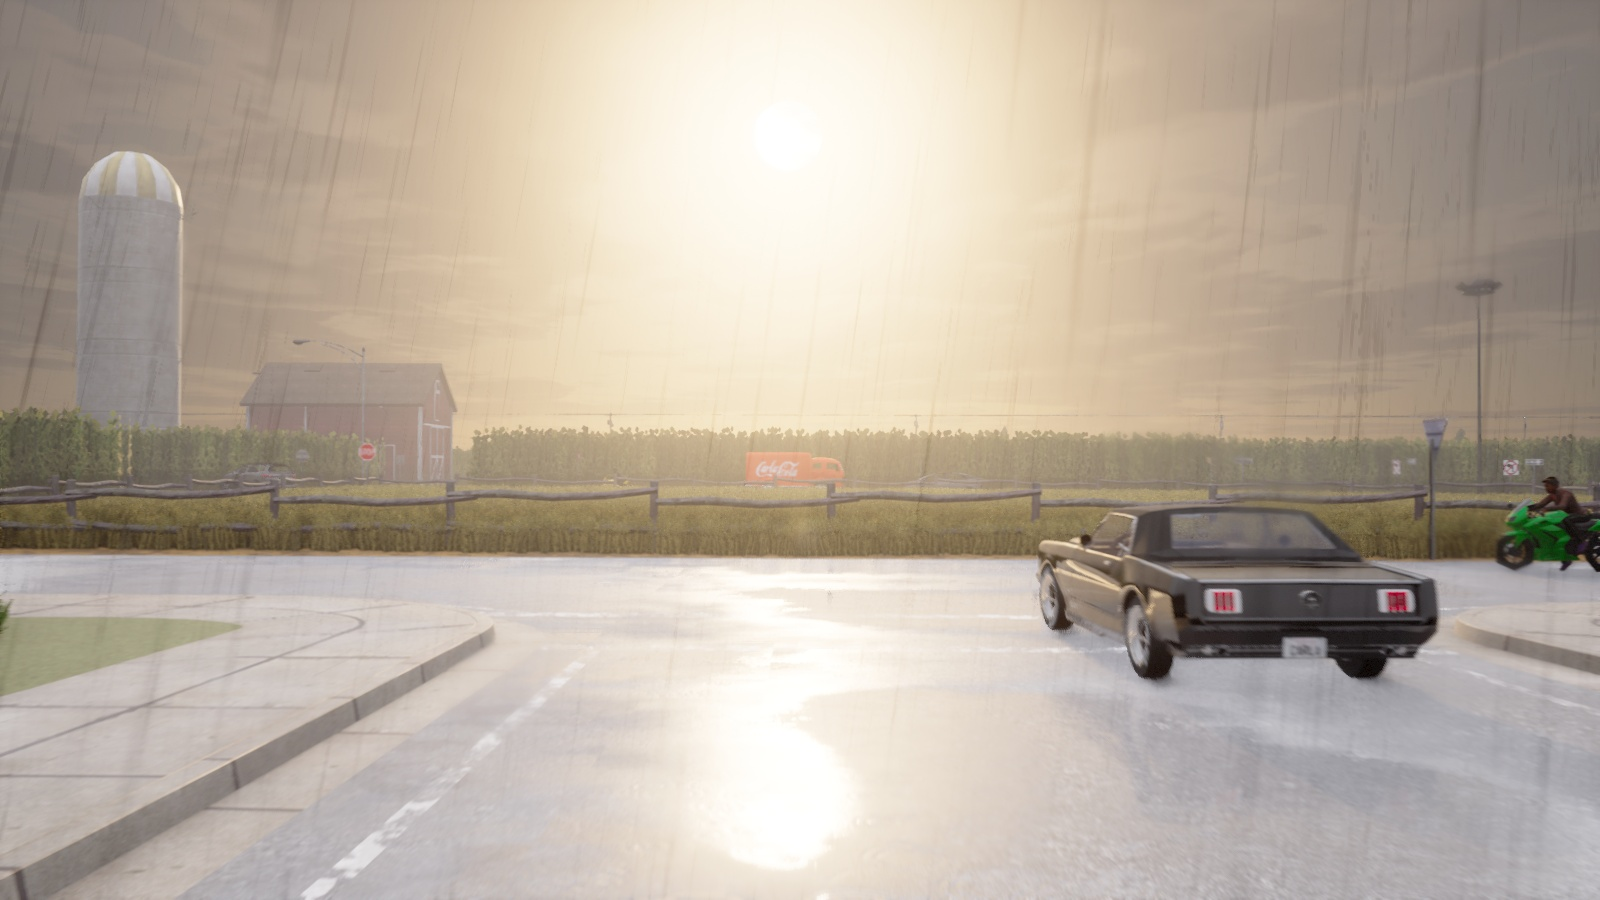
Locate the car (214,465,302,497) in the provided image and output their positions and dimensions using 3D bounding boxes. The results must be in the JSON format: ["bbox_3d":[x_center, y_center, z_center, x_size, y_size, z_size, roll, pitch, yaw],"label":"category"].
[{"bbox_3d":[-29.844,1.686,69.116,4.611,1.667,2.242,0,-1,33],"label":"car"}]

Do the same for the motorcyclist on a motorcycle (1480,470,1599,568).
[{"bbox_3d":[12.112,1.084,20.064,2.044,1.523,0.797,0,-1,1],"label":"motorcyclist on a motorcycle"}]

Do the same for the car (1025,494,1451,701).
[{"bbox_3d":[3.410,1.084,10.913,1.895,1.301,4.718,0,-1,-2],"label":"car"}]

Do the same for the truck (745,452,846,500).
[{"bbox_3d":[-0.208,1.362,66.220,5.204,2.467,2.627,0,-1,1],"label":"truck"}]

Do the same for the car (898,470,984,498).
[{"bbox_3d":[7.736,1.857,69.159,4.514,1.525,2.007,0,-1,1],"label":"car"}]
